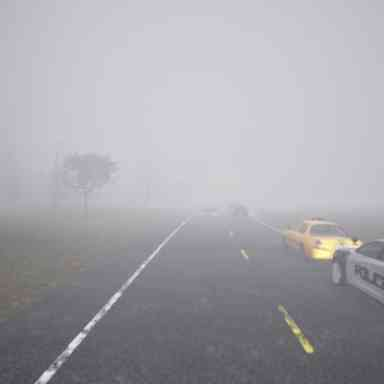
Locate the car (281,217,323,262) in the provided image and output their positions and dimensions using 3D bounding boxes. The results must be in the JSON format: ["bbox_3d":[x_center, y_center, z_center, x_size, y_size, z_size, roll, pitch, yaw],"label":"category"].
[{"bbox_3d":[4.906,1.774,13.282,1.801,1.575,5.366,2,-1,3],"label":"car"}]

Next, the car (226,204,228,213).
[{"bbox_3d":[6.161,2.128,49.202,2.097,1.767,4.553,2,-1,5],"label":"car"}]

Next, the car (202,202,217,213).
[{"bbox_3d":[2.510,2.159,46.816,1.812,1.442,4.674,2,-1,5],"label":"car"}]

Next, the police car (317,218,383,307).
[{"bbox_3d":[4.665,1.663,7.228,1.930,1.638,5.238,2,-1,2],"label":"police car"}]

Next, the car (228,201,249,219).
[{"bbox_3d":[5.271,2.115,37.017,1.837,1.490,4.892,2,0,5],"label":"car"}]
